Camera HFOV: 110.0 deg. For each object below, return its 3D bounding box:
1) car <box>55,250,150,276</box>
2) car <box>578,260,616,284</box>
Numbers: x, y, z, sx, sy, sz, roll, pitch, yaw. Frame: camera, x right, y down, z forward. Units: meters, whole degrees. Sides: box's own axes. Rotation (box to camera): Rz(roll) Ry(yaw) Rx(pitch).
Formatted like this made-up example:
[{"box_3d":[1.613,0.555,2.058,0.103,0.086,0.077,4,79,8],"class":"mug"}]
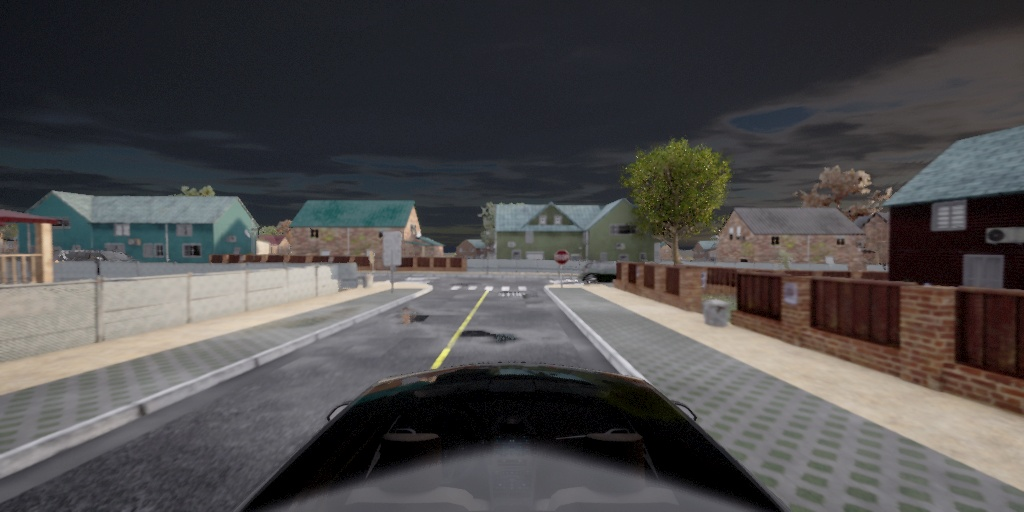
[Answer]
[{"box_3d":[-29.975,0.613,26.416,5.566,2.045,2.150,1,1,-2],"class":"car"},{"box_3d":[7.411,1.233,27.126,4.553,1.767,2.097,1,1,-1],"class":"car"}]
